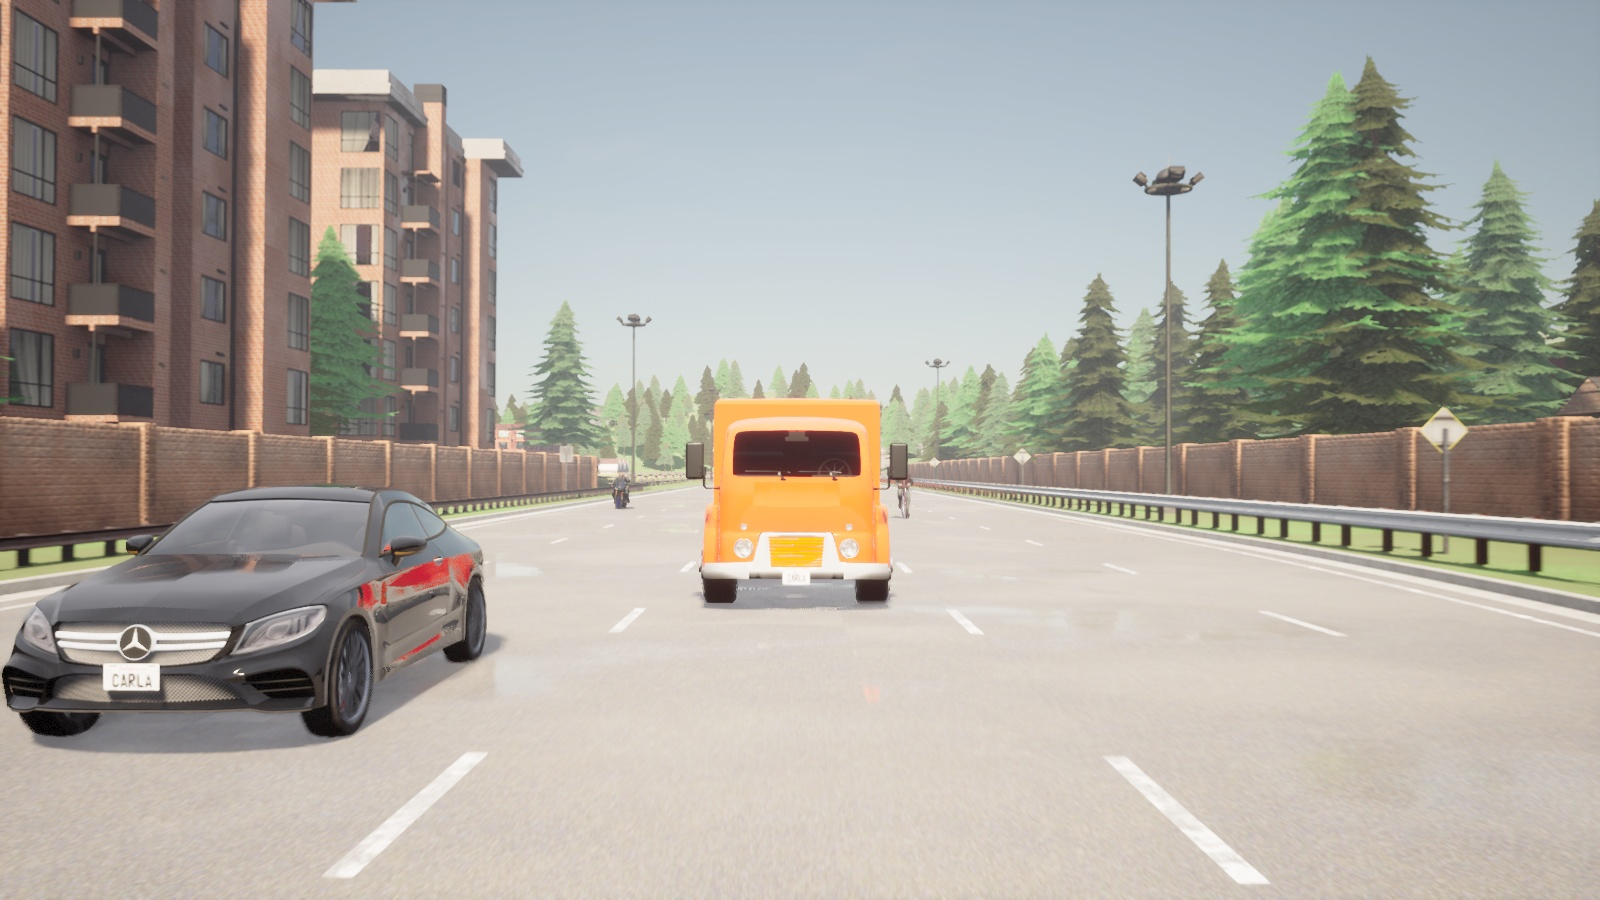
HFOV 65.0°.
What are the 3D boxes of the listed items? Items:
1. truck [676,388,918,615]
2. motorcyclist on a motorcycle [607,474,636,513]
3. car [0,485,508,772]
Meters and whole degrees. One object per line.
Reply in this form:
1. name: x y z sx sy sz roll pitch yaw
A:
1. truck: -0.042 0.601 16.309 2.627 2.467 5.204 0 -1 0
2. motorcyclist on a motorcycle: -7.122 1.717 50.192 0.866 1.530 2.191 0 -1 0
3. car: -3.516 1.004 8.929 1.812 1.442 4.674 0 -1 0
